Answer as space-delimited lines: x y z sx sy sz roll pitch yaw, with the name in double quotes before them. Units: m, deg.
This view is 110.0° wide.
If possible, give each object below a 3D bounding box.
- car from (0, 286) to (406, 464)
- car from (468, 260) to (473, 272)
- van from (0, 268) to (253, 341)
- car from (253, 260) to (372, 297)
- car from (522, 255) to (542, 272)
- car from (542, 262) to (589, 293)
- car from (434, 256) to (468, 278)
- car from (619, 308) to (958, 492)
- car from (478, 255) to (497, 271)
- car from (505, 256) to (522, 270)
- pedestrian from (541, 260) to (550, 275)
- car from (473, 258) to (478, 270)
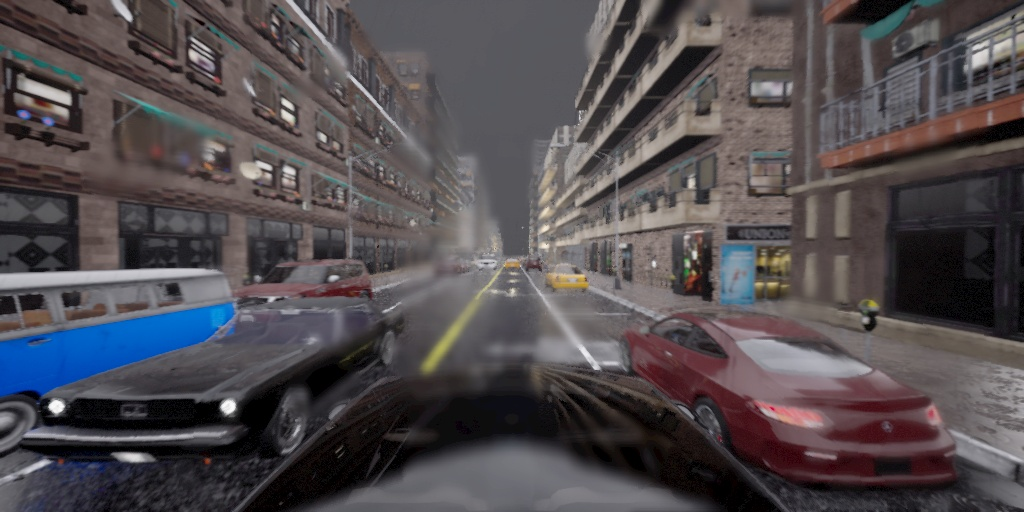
"car" -3.102 1.339 5.148 1.895 1.301 4.718 0 0 0
"car" -5.702 1.068 38.607 1.967 1.591 4.097 0 0 0
"van" -5.674 1.081 4.624 1.690 1.789 3.998 0 0 0
"car" -5.704 1.035 10.287 2.192 1.841 5.009 0 0 0
"car" 2.677 0.926 44.241 2.192 1.841 5.009 0 0 0
"car" 2.995 1.144 20.219 1.801 1.575 5.366 0 0 0
"car" -5.700 0.961 32.943 2.192 1.841 5.009 0 0 0
"car" 2.688 1.323 4.595 1.802 1.307 4.207 0 0 0
"car" -3.083 0.826 45.959 2.150 2.045 5.566 0 0 0
"car" 0.073 1.075 48.649 1.882 1.535 5.008 0 0 0
"pedestrian" 2.440 1.156 23.378 0.375 1.860 0.375 -36 -10 -8
"car" -5.704 1.176 44.271 1.948 1.339 4.313 0 0 0
